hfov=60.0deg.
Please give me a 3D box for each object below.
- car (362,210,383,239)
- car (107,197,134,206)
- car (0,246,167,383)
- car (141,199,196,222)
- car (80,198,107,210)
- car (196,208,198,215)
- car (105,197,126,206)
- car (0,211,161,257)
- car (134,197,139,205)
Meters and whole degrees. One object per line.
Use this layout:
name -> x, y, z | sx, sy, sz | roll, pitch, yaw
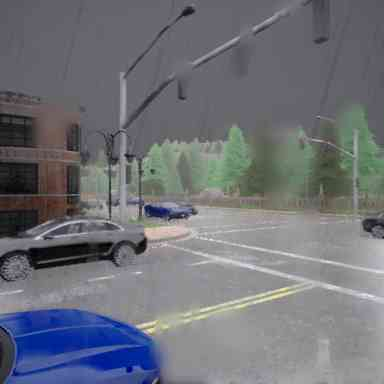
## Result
car -> 10.414, 1.505, 15.211 | 1.837, 1.490, 4.892 | 0, 0, -35
car -> -10.235, 1.194, 44.897 | 2.033, 1.411, 5.357 | 0, 0, -35
car -> -2.486, 1.478, 1.968 | 5.008, 1.535, 1.882 | 0, 0, -36
car -> -2.092, 1.478, 26.985 | 1.882, 1.535, 5.008 | 0, 0, -35
car -> -12.916, 1.528, 42.619 | 1.812, 1.442, 4.674 | 0, 0, -35
car -> -1.241, 1.564, 31.883 | 1.994, 1.385, 4.181 | 0, 0, -35
car -> -12.611, 1.564, 54.573 | 1.994, 1.385, 4.181 | 0, 0, -35
car -> -3.664, 1.491, 9.838 | 4.902, 1.511, 2.128 | 0, 0, -35
car -> -9.813, 1.526, 56.679 | 1.812, 1.442, 4.674 | 0, 0, -35
